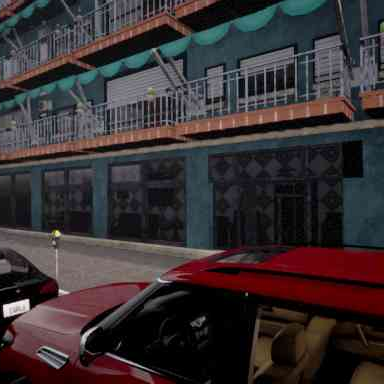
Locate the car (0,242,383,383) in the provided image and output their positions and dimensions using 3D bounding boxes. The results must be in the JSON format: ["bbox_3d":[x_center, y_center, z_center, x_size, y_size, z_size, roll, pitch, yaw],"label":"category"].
[{"bbox_3d":[0.608,1.315,2.303,5.009,1.841,2.192,0,-1,36],"label":"car"}]
